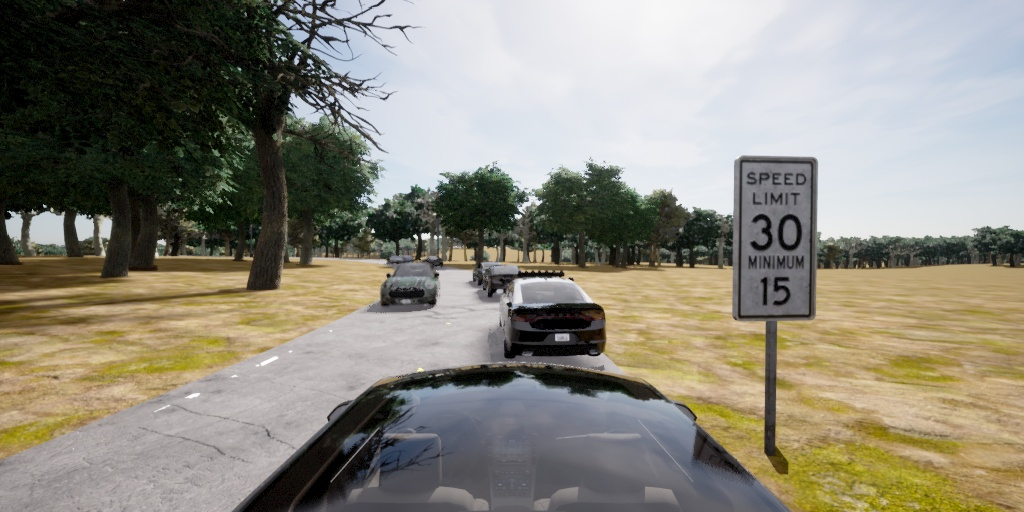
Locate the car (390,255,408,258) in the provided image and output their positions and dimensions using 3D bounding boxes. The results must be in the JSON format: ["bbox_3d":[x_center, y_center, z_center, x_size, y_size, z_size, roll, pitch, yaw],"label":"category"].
[{"bbox_3d":[-17.726,0.652,54.619,1.994,1.385,4.181,-1,1,-30],"label":"car"}]

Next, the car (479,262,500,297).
[{"bbox_3d":[-0.473,1.174,18.666,1.882,1.535,5.008,0,1,-9],"label":"car"}]

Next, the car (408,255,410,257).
[{"bbox_3d":[-18.437,0.512,61.886,1.994,1.385,4.181,-1,1,-35],"label":"car"}]

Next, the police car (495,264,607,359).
[{"bbox_3d":[0.675,1.167,8.627,1.930,1.638,5.238,0,0,-4],"label":"police car"}]

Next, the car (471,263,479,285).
[{"bbox_3d":[-1.615,1.142,24.689,1.837,1.490,4.892,0,1,-12],"label":"car"}]

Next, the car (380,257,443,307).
[{"bbox_3d":[-4.192,1.081,15.390,2.097,1.767,4.553,0,0,-8],"label":"car"}]
